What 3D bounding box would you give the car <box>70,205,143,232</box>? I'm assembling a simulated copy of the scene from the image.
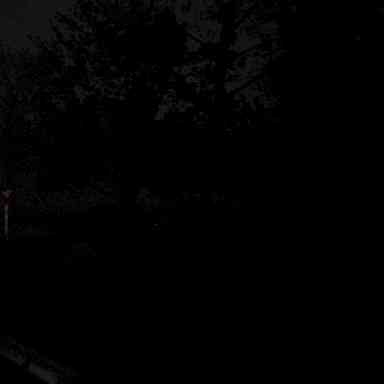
[{"bbox_3d":[-4.716,1.513,20.185,5.008,1.535,1.882,0,-1,-20],"label":"car"}]
